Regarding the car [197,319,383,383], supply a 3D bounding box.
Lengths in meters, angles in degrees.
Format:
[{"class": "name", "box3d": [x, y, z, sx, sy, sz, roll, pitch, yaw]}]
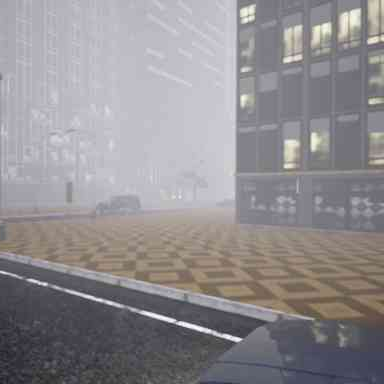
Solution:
[{"class": "car", "box3d": [2.558, 1.547, 1.860, 5.357, 1.411, 2.033, 0, 0, 36]}]

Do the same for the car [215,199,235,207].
[{"class": "car", "box3d": [5.813, 1.831, 56.328, 1.895, 1.301, 4.718, 1, 0, 37]}]

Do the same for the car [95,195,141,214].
[{"class": "car", "box3d": [-8.194, 1.345, 37.668, 2.150, 2.045, 5.566, 1, 0, 36]}]
